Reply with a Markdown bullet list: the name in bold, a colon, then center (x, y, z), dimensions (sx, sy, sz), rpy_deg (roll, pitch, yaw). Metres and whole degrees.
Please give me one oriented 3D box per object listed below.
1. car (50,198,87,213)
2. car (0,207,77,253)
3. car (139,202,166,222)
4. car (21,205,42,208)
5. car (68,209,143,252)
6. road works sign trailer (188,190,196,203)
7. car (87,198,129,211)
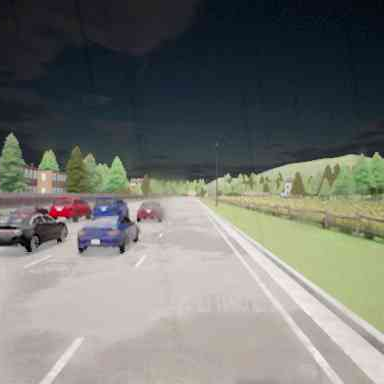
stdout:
- **car**: center (-10.502, 1.494, 29.031), dimensions (2.150, 2.045, 5.566), rpy_deg (0, 0, 0)
- **car**: center (-6.996, 1.630, 14.309), dimensions (2.128, 1.511, 4.902), rpy_deg (0, 0, 0)
- **car**: center (-3.500, 1.628, 29.092), dimensions (2.097, 1.767, 4.553), rpy_deg (0, -1, 0)
- **car**: center (-13.997, 1.845, 29.333), dimensions (1.994, 1.385, 4.181), rpy_deg (0, 0, 0)
- **car**: center (-3.495, 1.664, 14.391), dimensions (1.812, 1.442, 4.674), rpy_deg (0, 0, 0)
- **road works sign trailer**: center (-0.012, 1.358, 94.066), dimensions (2.380, 3.560, 2.880), rpy_deg (0, -1, 0)
- **car**: center (-7.002, 1.494, 29.030), dimensions (2.150, 2.045, 5.566), rpy_deg (0, 0, 0)
